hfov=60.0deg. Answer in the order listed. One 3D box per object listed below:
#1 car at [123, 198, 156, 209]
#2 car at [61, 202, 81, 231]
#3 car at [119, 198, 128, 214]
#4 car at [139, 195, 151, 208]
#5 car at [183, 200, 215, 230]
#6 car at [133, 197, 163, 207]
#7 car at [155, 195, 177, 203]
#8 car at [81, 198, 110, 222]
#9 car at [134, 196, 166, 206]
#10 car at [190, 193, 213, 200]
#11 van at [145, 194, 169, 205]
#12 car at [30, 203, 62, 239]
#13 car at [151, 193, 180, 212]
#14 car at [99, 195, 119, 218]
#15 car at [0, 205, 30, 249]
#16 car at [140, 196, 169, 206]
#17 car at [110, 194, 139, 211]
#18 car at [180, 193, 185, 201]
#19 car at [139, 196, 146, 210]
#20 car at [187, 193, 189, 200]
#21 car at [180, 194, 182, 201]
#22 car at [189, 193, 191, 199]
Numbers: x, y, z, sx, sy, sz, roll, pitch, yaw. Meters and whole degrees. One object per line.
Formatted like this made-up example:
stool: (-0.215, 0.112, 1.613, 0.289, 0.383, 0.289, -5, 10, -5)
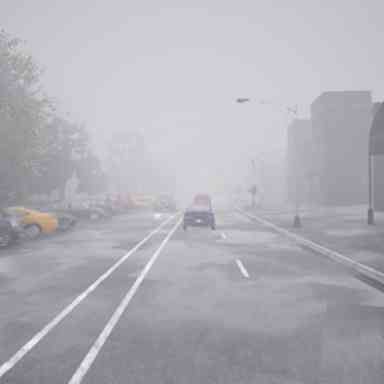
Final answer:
car: (-7.763, 1.621, 49.002, 4.674, 1.452, 2.002, -1, 0, -16)
car: (-9.159, 1.523, 19.340, 4.792, 1.488, 2.163, -1, 0, -19)
car: (-8.766, 1.558, 31.210, 4.674, 1.452, 2.002, -1, 0, -18)
car: (-7.968, 1.551, 43.129, 5.366, 1.575, 1.946, -1, -1, -17)
car: (0.468, 1.485, 21.389, 1.882, 1.535, 5.008, 0, 0, 2)
car: (-7.334, 1.646, 54.888, 4.674, 1.452, 2.002, -1, 0, -16)
car: (-5.749, 1.520, 72.654, 4.553, 1.767, 2.185, -1, 0, -14)
car: (-9.009, 1.505, 25.273, 4.892, 1.521, 2.231, -1, 0, -18)
car: (-7.293, 1.616, 57.802, 5.366, 1.575, 1.946, -1, 0, -16)
car: (1.288, 1.274, 40.271, 2.150, 2.045, 5.566, 0, 0, 3)
van: (-6.729, 1.409, 63.738, 4.442, 1.987, 1.878, -1, 0, -15)
car: (-9.259, 1.490, 16.358, 5.008, 1.535, 2.097, -1, 0, -19)
car: (-3.088, 1.275, 39.847, 2.150, 2.045, 5.566, 0, 0, 3)
car: (-8.856, 1.384, 28.244, 4.553, 1.767, 2.185, -1, 0, -18)
car: (-9.299, 1.361, 13.394, 4.553, 1.767, 2.185, -1, 0, -19)
car: (-6.863, 1.625, 60.810, 5.008, 1.535, 2.097, -1, 0, -15)
car: (-8.657, 1.275, 34.163, 5.566, 2.045, 2.435, -1, 0, -18)
car: (-4.983, 1.641, 78.606, 5.366, 1.575, 1.946, -1, 0, -14)
car: (-8.319, 1.585, 40.109, 4.674, 1.452, 2.002, -1, -1, -17)
car: (-3.900, 1.500, 90.342, 4.553, 1.767, 2.185, -1, 0, -14)
car: (-5.482, 1.648, 75.605, 4.892, 1.521, 2.231, -1, 0, -14)
car: (-3.553, 1.616, 93.296, 5.008, 1.535, 2.097, -1, 0, -14)
